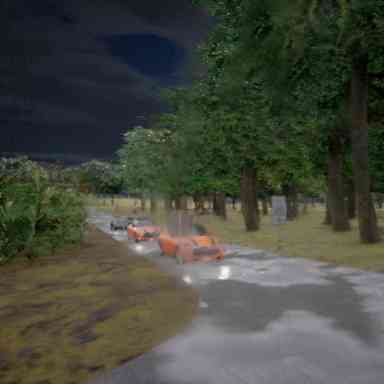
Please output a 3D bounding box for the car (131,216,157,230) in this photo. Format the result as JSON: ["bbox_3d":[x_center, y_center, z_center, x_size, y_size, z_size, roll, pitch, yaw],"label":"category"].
[{"bbox_3d":[-5.927,3.750,40.434,2.033,1.411,5.357,0,-3,-20],"label":"car"}]

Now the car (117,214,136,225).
[{"bbox_3d":[-10.313,4.281,52.237,2.128,1.511,4.902,0,-2,-21],"label":"car"}]

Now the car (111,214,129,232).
[{"bbox_3d":[-8.176,3.650,38.033,1.837,1.490,4.892,0,-1,-20],"label":"car"}]

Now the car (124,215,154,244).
[{"bbox_3d":[-3.576,2.863,25.434,2.097,1.767,4.553,0,-3,-20],"label":"car"}]

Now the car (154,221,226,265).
[{"bbox_3d":[-0.127,2.333,16.008,2.097,1.767,4.553,0,-3,-20],"label":"car"}]
